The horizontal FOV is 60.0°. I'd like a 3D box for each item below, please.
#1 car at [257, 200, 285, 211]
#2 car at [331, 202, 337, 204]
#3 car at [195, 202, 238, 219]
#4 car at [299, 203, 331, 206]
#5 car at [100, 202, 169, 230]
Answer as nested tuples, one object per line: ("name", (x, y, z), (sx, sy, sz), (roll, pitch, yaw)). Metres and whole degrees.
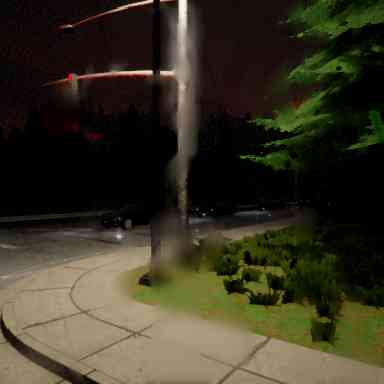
("car", (9.439, 1.574, 39.693), (1.895, 1.301, 4.718), (0, 0, 36))
("car", (22.682, 1.465, 51.394), (2.128, 1.511, 4.902), (0, 0, 37))
("car", (2.265, 1.574, 29.560), (1.895, 1.301, 4.718), (0, 0, 35))
("car", (15.100, 1.192, 41.206), (2.150, 2.045, 5.566), (0, 0, 36))
("car", (-3.545, 1.451, 21.162), (1.882, 1.535, 5.008), (0, 0, 35))
